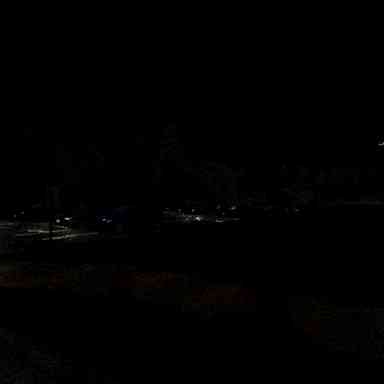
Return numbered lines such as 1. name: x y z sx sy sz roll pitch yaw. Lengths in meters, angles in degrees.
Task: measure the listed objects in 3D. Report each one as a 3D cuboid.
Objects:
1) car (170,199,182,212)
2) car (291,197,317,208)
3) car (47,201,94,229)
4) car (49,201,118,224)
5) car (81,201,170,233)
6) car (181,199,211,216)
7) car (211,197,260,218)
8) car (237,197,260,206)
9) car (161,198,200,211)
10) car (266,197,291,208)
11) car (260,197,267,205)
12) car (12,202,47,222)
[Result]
1. car: 0.240 1.548 37.390 2.033 1.411 5.357 0 0 36
2. car: 16.372 1.477 47.541 1.882 1.535 5.008 0 0 37
3. car: -6.648 1.505 21.983 1.837 1.490 4.892 0 0 36
4. car: -8.245 1.503 25.735 1.837 1.490 4.892 0 0 36
5. car: -3.803 1.478 19.943 1.882 1.535 5.008 0 0 36
6. car: 1.261 1.564 32.844 1.994 1.385 4.181 0 0 36
7. car: 4.067 1.351 30.753 2.097 1.767 4.553 0 0 36
8. car: 9.515 1.561 55.913 1.837 1.490 4.892 0 0 36
9. car: -1.319 1.548 41.190 2.033 1.411 5.357 0 0 36
10. car: 13.111 1.564 49.021 1.994 1.385 4.181 0 0 37
11. car: 12.087 1.493 53.508 2.128 1.511 4.902 0 0 36
12. car: -11.850 1.526 26.732 1.812 1.442 4.674 0 0 36
